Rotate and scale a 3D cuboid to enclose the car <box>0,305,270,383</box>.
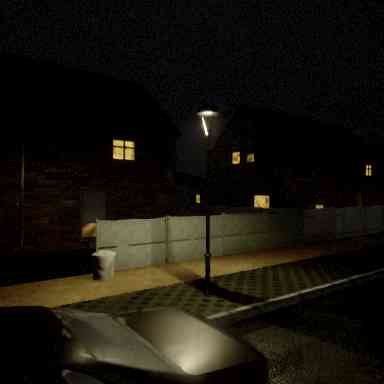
[{"bbox_3d":[-1.834,1.547,1.765,5.357,1.411,2.033,0,0,-35],"label":"car"}]
